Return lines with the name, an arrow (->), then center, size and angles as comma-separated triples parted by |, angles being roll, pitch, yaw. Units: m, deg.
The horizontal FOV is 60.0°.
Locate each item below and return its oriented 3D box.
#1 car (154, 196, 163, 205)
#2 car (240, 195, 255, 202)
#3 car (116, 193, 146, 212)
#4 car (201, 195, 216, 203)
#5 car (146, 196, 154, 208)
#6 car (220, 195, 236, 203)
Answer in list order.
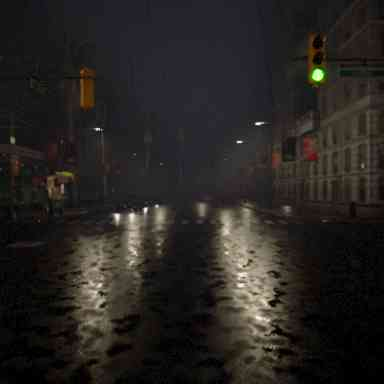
car -> -6.318, 1.388, 58.079 | 1.882, 1.535, 5.008 | 0, 0, 7
car -> 12.501, 1.383, 75.557 | 1.837, 1.490, 4.892 | 0, 0, 41
car -> -7.055, 1.163, 37.945 | 2.150, 2.045, 5.566 | 0, 0, 0
car -> 3.326, 1.423, 66.791 | 1.812, 1.442, 4.674 | 0, 0, 22
car -> -6.982, 1.431, 47.637 | 1.837, 1.490, 4.892 | 0, 0, 1
car -> 7.128, 1.391, 66.767 | 2.128, 1.511, 4.902 | 0, 0, 25
